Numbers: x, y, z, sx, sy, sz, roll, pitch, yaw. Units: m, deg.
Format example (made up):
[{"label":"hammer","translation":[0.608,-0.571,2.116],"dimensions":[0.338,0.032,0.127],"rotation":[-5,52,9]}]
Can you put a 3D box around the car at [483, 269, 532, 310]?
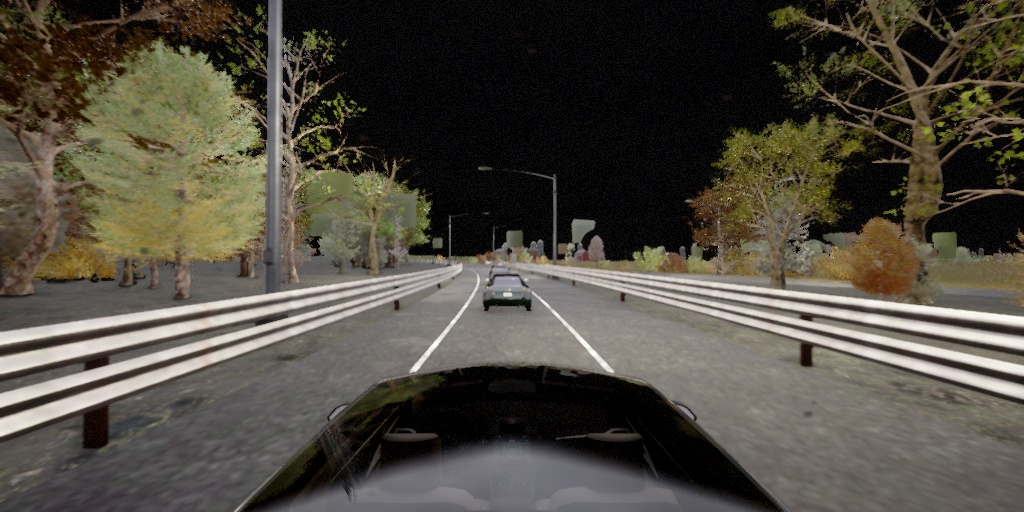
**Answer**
[{"label":"car","translation":[-0.232,1.451,15.549],"dimensions":[1.994,1.385,4.181],"rotation":[0,0,-2]}]

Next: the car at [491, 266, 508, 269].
[{"label":"car","translation":[-1.026,1.566,29.558],"dimensions":[2.033,1.411,5.357],"rotation":[0,-1,-5]}]
